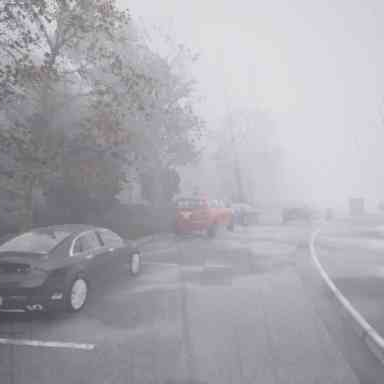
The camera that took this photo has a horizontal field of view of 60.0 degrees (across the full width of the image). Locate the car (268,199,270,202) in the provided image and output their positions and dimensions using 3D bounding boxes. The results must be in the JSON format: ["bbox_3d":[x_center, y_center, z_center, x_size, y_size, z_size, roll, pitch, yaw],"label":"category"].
[{"bbox_3d":[6.487,1.689,41.737,5.357,1.411,2.033,2,-1,37],"label":"car"}]

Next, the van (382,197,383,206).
[{"bbox_3d":[43.900,2.009,72.124,4.442,1.987,1.878,0,-1,10],"label":"van"}]

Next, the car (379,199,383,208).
[{"bbox_3d":[36.435,2.009,59.444,4.892,1.521,2.231,0,0,10],"label":"car"}]

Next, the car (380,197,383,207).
[{"bbox_3d":[37.931,1.926,61.977,4.553,1.767,2.185,0,0,10],"label":"car"}]

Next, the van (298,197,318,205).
[{"bbox_3d":[28.278,2.226,81.136,4.442,1.987,1.878,-1,-1,10],"label":"van"}]

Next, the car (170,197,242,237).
[{"bbox_3d":[0.764,1.280,18.640,2.435,2.045,5.566,0,0,23],"label":"car"}]

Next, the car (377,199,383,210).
[{"bbox_3d":[30.729,1.837,49.267,5.366,1.575,1.946,0,-1,10],"label":"car"}]

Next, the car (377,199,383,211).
[{"bbox_3d":[27.611,1.755,44.213,4.892,1.521,2.231,0,0,10],"label":"car"}]

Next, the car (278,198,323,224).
[{"bbox_3d":[8.226,1.487,24.951,1.882,1.535,5.008,-1,0,30],"label":"car"}]

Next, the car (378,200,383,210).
[{"bbox_3d":[29.077,1.836,46.752,4.674,1.452,2.002,0,0,10],"label":"car"}]

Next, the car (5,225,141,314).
[{"bbox_3d":[-2.705,1.507,7.747,2.231,1.521,4.892,0,0,12],"label":"car"}]

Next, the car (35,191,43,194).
[{"bbox_3d":[-25.016,-0.038,57.689,5.357,1.411,2.033,3,0,32],"label":"car"}]

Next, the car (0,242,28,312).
[{"bbox_3d":[-3.452,1.483,2.056,2.097,1.535,5.008,0,0,3],"label":"car"}]

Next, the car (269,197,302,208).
[{"bbox_3d":[16.614,1.842,60.740,5.566,2.045,2.435,-1,-2,10],"label":"car"}]

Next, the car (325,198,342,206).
[{"bbox_3d":[31.191,2.393,73.173,1.895,1.301,4.718,-1,-1,30],"label":"car"}]

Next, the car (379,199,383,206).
[{"bbox_3d":[42.306,2.186,69.603,5.008,1.535,2.097,0,-1,10],"label":"car"}]

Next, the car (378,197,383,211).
[{"bbox_3d":[24.663,1.670,39.145,4.892,1.521,2.231,0,-1,10],"label":"car"}]

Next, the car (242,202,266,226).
[{"bbox_3d":[3.453,1.552,23.997,2.097,1.535,5.008,-1,0,29],"label":"car"}]

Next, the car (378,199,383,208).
[{"bbox_3d":[33.495,1.924,54.362,4.892,1.521,2.231,0,0,10],"label":"car"}]

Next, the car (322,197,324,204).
[{"bbox_3d":[29.874,2.538,83.654,4.674,1.452,2.002,-1,-1,10],"label":"car"}]

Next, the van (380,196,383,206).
[{"bbox_3d":[40.728,1.913,67.080,4.442,1.987,1.878,0,0,10],"label":"van"}]

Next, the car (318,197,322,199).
[{"bbox_3d":[27.103,2.395,78.535,5.366,1.575,1.946,-1,-2,10],"label":"car"}]

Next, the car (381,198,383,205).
[{"bbox_3d":[45.225,2.157,74.685,4.553,1.767,2.185,0,-1,10],"label":"car"}]

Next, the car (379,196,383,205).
[{"bbox_3d":[48.225,2.134,79.752,5.566,2.045,2.435,0,-1,10],"label":"car"}]

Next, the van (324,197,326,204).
[{"bbox_3d":[31.461,2.322,86.198,4.442,1.987,1.878,-1,-2,10],"label":"van"}]
